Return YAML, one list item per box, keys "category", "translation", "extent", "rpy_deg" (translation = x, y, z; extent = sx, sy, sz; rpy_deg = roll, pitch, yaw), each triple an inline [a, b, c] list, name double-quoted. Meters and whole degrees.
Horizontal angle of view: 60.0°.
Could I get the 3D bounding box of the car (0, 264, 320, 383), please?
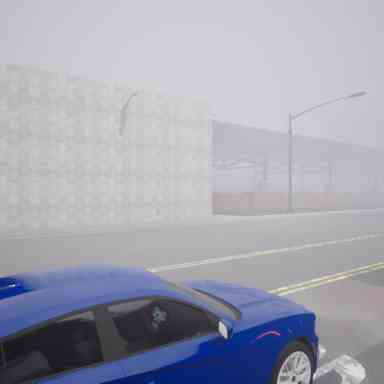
- category: "car"
  translation: [-0.807, 1.478, 3.174]
  extent: [5.008, 1.535, 1.882]
  rpy_deg: [0, 0, -36]
